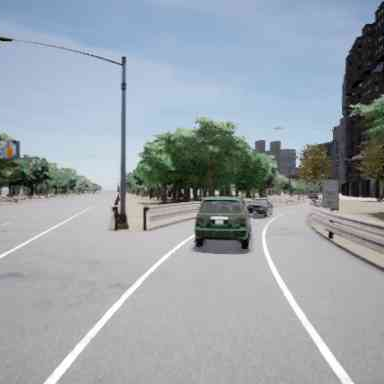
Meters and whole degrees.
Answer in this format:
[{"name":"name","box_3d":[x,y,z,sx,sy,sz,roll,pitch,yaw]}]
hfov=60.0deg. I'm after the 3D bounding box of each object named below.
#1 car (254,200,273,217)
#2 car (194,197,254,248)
[{"name":"car","box_3d":[6.468,1.528,31.446,1.837,1.490,4.892,0,0,22]},{"name":"car","box_3d":[1.543,1.229,15.077,2.150,2.045,5.566,0,0,11]}]
